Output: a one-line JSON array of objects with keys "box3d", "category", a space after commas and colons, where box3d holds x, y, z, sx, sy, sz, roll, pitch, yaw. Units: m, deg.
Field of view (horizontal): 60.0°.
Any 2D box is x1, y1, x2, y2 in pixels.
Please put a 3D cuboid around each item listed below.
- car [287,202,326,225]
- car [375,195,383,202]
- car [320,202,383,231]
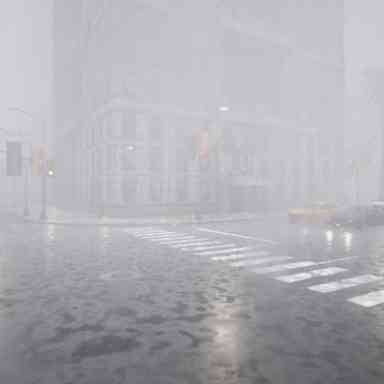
[{"box3d": [9.031, 1.478, 23.928, 5.008, 1.535, 1.882, 0, 0, -31], "category": "car"}, {"box3d": [17.732, 1.221, 29.208, 5.566, 2.045, 2.150, 0, 0, -31], "category": "car"}, {"box3d": [10.839, 1.547, 20.935, 5.357, 1.411, 2.033, 0, 0, -32], "category": "car"}]
